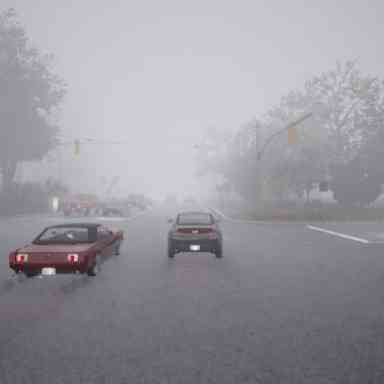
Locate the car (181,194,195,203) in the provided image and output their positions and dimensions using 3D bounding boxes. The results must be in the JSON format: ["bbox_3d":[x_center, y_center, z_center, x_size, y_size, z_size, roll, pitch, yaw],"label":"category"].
[{"bbox_3d":[-0.520,1.399,63.905,1.994,1.385,4.181,0,0,-4],"label":"car"}]

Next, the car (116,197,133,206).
[{"bbox_3d":[-10.611,1.508,52.455,1.895,1.301,4.718,0,0,-1],"label":"car"}]

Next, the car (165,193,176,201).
[{"bbox_3d":[-4.744,1.114,73.429,2.097,1.767,4.553,0,0,-7],"label":"car"}]

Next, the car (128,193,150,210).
[{"bbox_3d":[-7.054,1.171,42.134,2.150,2.045,5.566,0,0,-1],"label":"car"}]

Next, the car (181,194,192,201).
[{"bbox_3d":[-1.255,1.130,73.785,2.033,1.411,5.357,0,0,-7],"label":"car"}]

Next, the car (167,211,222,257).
[{"bbox_3d":[0.100,1.492,12.869,1.837,1.490,4.892,0,0,0],"label":"car"}]

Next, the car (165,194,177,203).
[{"bbox_3d":[-3.993,1.190,63.358,2.097,1.767,4.553,0,0,-4],"label":"car"}]

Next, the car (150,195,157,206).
[{"bbox_3d":[-7.106,1.386,52.323,1.882,1.535,5.008,0,0,-1],"label":"car"}]

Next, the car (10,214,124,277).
[{"bbox_3d":[-3.400,1.591,10.131,1.895,1.301,4.718,0,0,0],"label":"car"}]

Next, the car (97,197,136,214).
[{"bbox_3d":[-7.098,1.515,31.957,2.033,1.411,5.357,0,0,0],"label":"car"}]

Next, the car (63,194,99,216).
[{"bbox_3d":[-10.596,1.189,32.484,2.150,2.045,5.566,0,0,0],"label":"car"}]
